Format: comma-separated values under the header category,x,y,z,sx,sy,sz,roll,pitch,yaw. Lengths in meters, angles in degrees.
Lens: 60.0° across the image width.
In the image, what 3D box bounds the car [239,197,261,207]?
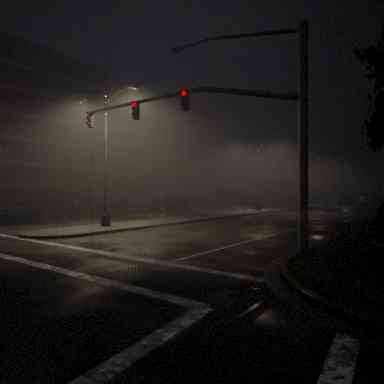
category,x,y,z,sx,sy,sz,roll,pitch,yaw
car,9.331,1.477,53.075,1.882,1.535,5.008,0,0,36

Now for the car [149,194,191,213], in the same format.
category,x,y,z,sx,sy,sz,roll,pitch,yaw
car,-2.326,1.222,37.087,2.150,2.045,5.566,0,0,36

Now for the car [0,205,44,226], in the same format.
category,x,y,z,sx,sy,sz,roll,pitch,yaw
car,-12.536,1.564,22.987,1.994,1.385,4.181,0,0,36

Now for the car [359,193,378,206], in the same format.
category,x,y,z,sx,sy,sz,roll,pitch,yaw
car,28.722,1.221,54.041,2.150,2.045,5.566,0,0,36

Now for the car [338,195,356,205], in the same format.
category,x,y,z,sx,sy,sz,roll,pitch,yaw
car,26.656,1.352,57.155,2.097,1.767,4.553,0,0,36
